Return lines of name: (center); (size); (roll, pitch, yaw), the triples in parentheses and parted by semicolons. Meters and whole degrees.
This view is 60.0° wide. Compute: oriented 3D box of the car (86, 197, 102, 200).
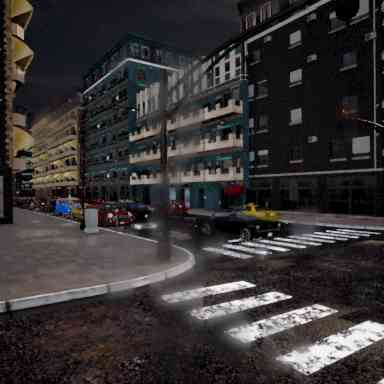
car: (-11.338, 1.586, 36.134); (1.882, 1.535, 5.008); (-1, 0, -35)

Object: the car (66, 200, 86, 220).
car: (-8.943, 1.652, 28.303); (1.752, 1.417, 4.829); (-1, 1, -35)

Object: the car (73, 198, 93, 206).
car: (-18.283, 1.644, 55.836); (1.947, 1.339, 4.313); (-1, 1, -35)

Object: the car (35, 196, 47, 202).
car: (-37.560, 1.728, 82.874); (1.887, 1.381, 4.507); (-1, 1, -35)

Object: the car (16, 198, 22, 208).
car: (-25.105, 1.770, 50.972); (1.947, 1.339, 4.313); (-1, 1, -35)

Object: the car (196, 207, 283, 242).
car: (2.287, 1.649, 17.012); (1.895, 1.301, 4.718); (-1, 0, -35)

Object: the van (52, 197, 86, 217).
van: (-12.257, 1.483, 32.945); (1.690, 1.788, 3.998); (-1, 1, -35)

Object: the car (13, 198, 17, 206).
car: (-31.531, 1.782, 59.984); (1.887, 1.381, 4.507); (-1, 1, -35)

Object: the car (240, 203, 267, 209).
car: (4.108, 1.498, 24.431); (1.752, 1.417, 4.829); (-1, 1, -35)

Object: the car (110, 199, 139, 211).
car: (-8.644, 1.581, 42.317); (2.008, 1.369, 4.403); (-1, 1, -35)

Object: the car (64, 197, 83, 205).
car: (-21.496, 1.645, 60.342); (2.008, 1.369, 4.403); (-1, 1, -35)

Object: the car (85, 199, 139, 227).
car: (-5.830, 1.553, 23.935); (1.967, 1.590, 4.097); (-1, 1, -35)

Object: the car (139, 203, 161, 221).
car: (-4.600, 1.642, 26.677); (1.994, 1.385, 4.181); (-1, 0, -35)

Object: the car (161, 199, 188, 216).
car: (-2.220, 1.441, 33.304); (1.967, 1.590, 4.097); (-1, 1, -35)

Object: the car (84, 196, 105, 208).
car: (-15.072, 1.502, 51.329); (1.967, 1.590, 4.097); (-1, 1, -35)

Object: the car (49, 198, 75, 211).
car: (-17.631, 1.630, 45.042); (2.128, 1.511, 4.902); (-1, 0, -35)

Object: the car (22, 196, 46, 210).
car: (-21.895, 1.628, 46.465); (1.967, 1.590, 4.097); (-1, 1, -35)
